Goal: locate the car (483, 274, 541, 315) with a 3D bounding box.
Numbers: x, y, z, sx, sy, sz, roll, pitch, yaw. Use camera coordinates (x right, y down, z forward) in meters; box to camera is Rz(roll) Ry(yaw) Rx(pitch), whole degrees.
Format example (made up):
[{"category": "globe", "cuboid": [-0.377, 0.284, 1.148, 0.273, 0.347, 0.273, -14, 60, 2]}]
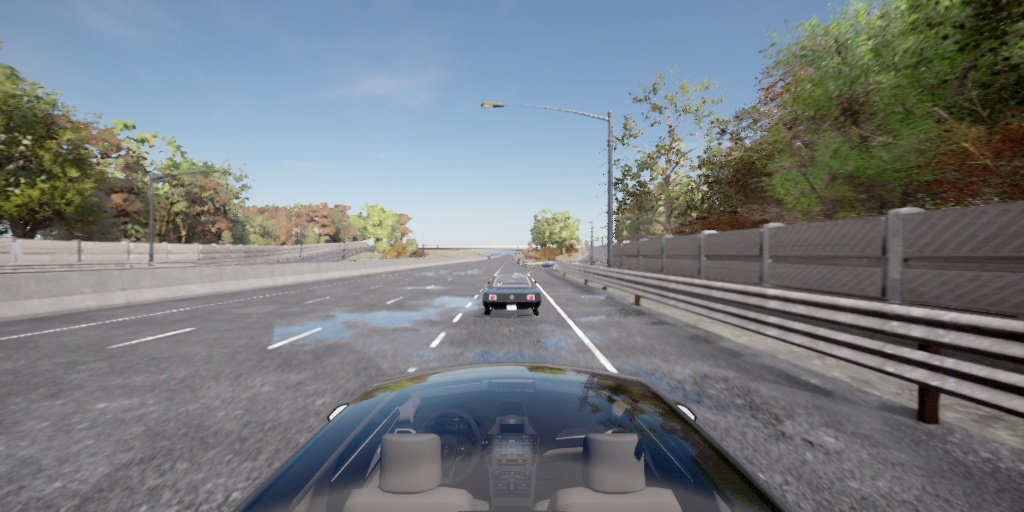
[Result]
[{"category": "car", "cuboid": [-0.003, 1.340, 13.546, 1.895, 1.301, 4.718, 0, 0, 0]}]
